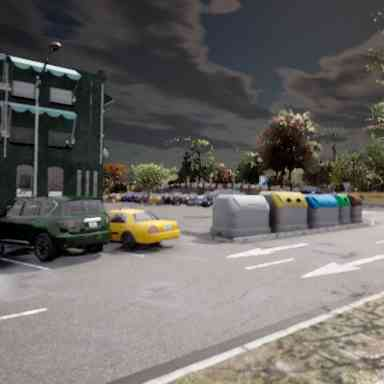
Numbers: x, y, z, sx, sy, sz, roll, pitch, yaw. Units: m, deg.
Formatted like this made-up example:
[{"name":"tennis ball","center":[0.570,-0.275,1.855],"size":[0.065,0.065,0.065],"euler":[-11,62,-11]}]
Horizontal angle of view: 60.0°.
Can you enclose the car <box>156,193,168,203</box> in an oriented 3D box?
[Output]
[{"name":"car","center":[-1.857,0.830,41.120],"size":[2.185,1.767,4.553],"euler":[0,-1,35]}]

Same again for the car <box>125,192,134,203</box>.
[{"name":"car","center":[-6.916,0.986,48.406],"size":[2.163,1.488,4.792],"euler":[1,0,35]}]

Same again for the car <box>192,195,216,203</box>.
[{"name":"car","center":[2.420,1.335,64.676],"size":[2.231,1.521,4.892],"euler":[1,-2,35]}]

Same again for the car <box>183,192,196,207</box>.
[{"name":"car","center":[1.539,0.996,36.286],"size":[2.002,1.452,4.674],"euler":[1,0,35]}]

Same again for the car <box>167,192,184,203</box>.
[{"name":"car","center":[-0.153,0.957,38.711],"size":[2.231,1.521,4.892],"euler":[0,-1,35]}]

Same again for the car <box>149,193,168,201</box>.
[{"name":"car","center":[-7.943,1.209,79.546],"size":[2.185,1.767,4.553],"euler":[1,-2,35]}]

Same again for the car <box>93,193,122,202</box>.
[{"name":"car","center":[-15.340,0.988,60.606],"size":[2.163,1.488,4.792],"euler":[0,-1,35]}]

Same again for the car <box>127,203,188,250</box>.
[{"name":"car","center":[-3.014,1.397,13.973],"size":[5.366,1.575,1.946],"euler":[-1,0,35]}]

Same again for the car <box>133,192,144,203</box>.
[{"name":"car","center":[-5.214,0.958,45.997],"size":[2.231,1.521,4.892],"euler":[0,0,35]}]

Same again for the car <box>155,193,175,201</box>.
[{"name":"car","center":[-6.207,1.209,77.064],"size":[2.185,1.767,4.553],"euler":[1,-2,35]}]

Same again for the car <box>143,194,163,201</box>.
[{"name":"car","center":[-9.634,1.337,82.050],"size":[2.231,1.521,4.892],"euler":[1,-1,35]}]

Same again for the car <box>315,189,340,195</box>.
[{"name":"car","center":[17.979,1.082,42.377],"size":[2.435,2.045,5.566],"euler":[1,-2,35]}]

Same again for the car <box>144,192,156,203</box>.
[{"name":"car","center":[-3.427,0.955,43.728],"size":[1.946,1.575,5.366],"euler":[0,-1,35]}]

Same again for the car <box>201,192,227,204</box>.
[{"name":"car","center":[4.187,1.084,62.225],"size":[2.435,2.045,5.566],"euler":[1,-2,35]}]

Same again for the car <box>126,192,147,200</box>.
[{"name":"car","center":[-14.815,1.082,89.468],"size":[2.435,2.045,5.566],"euler":[1,-1,35]}]

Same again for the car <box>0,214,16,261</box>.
[{"name":"car","center":[-7.786,1.508,10.373],"size":[4.674,1.452,2.002],"euler":[-1,-1,35]}]

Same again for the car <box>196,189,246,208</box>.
[{"name":"car","center":[3.222,0.704,33.831],"size":[2.435,2.045,5.566],"euler":[1,0,35]}]

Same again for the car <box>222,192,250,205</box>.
[{"name":"car","center":[7.605,1.082,57.213],"size":[2.435,2.045,5.566],"euler":[1,-1,35]}]

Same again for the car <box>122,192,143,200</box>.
[{"name":"car","center":[-16.528,1.083,92.004],"size":[2.435,2.045,5.566],"euler":[1,-2,35]}]

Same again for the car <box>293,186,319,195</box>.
[{"name":"car","center":[18.537,-0.161,53.591],"size":[2.097,1.767,4.553],"euler":[2,3,-34]}]

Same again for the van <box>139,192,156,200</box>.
[{"name":"van","center":[-11.296,1.113,84.630],"size":[1.878,1.987,4.442],"euler":[1,-2,35]}]

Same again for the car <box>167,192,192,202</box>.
[{"name":"car","center":[-2.717,1.085,72.151],"size":[2.435,2.045,5.566],"euler":[1,-2,35]}]

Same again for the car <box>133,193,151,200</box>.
[{"name":"car","center":[-13.063,1.210,87.035],"size":[2.185,1.767,4.553],"euler":[1,-1,35]}]

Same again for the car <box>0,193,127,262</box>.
[{"name":"car","center":[-5.356,1.185,12.129],"size":[5.566,2.045,2.435],"euler":[-1,0,35]}]

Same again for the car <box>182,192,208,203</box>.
[{"name":"car","center":[0.695,1.083,67.139],"size":[2.435,2.045,5.566],"euler":[1,-1,35]}]

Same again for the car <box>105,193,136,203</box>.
[{"name":"car","center":[-11.973,0.958,55.724],"size":[2.097,1.535,5.008],"euler":[1,0,35]}]

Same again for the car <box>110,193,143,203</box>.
[{"name":"car","center":[-10.382,0.953,53.136],"size":[1.946,1.575,5.366],"euler":[1,0,35]}]

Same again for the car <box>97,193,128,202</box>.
[{"name":"car","center":[-13.759,0.954,57.995],"size":[1.946,1.575,5.366],"euler":[1,0,35]}]
